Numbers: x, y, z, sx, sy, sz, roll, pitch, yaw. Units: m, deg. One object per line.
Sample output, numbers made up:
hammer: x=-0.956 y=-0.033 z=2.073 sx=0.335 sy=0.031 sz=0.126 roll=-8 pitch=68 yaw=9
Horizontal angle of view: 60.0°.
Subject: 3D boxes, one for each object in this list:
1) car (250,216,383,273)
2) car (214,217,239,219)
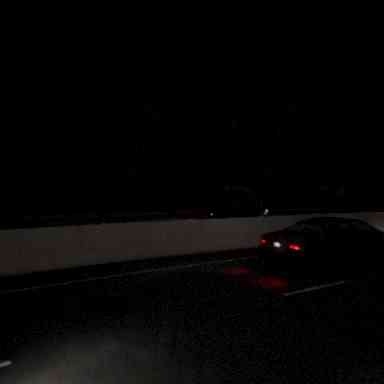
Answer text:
car: x=4.565 y=1.518 z=10.497 sx=5.357 sy=1.411 sz=2.033 roll=0 pitch=0 yaw=-29
car: x=3.648 y=1.426 z=25.876 sx=4.892 sy=1.490 sz=1.837 roll=0 pitch=0 yaw=-26
